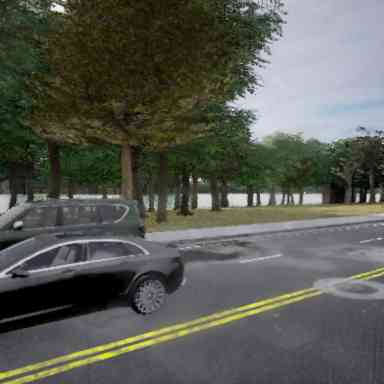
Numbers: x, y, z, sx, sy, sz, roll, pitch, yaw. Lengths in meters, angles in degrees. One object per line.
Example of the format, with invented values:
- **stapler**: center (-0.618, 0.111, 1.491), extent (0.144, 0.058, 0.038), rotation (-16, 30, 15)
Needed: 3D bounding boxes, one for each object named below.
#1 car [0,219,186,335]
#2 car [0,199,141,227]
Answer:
- **car**: center (-2.412, 1.492, 5.959), extent (4.902, 1.511, 2.128), rotation (0, 0, -36)
- **car**: center (-3.893, 1.222, 8.894), extent (5.566, 2.045, 2.150), rotation (0, 0, -36)
